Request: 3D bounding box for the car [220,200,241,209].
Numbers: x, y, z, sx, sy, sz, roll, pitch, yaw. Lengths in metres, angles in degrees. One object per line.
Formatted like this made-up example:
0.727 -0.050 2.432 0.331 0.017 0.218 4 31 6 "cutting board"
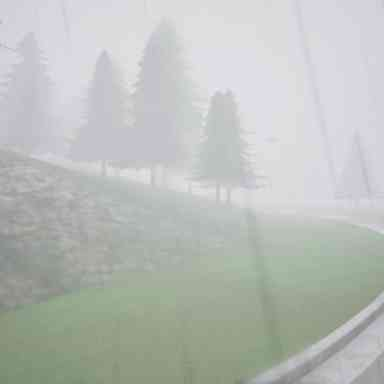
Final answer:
6.177 2.117 56.232 2.128 1.511 4.902 1 -1 -36 "car"
